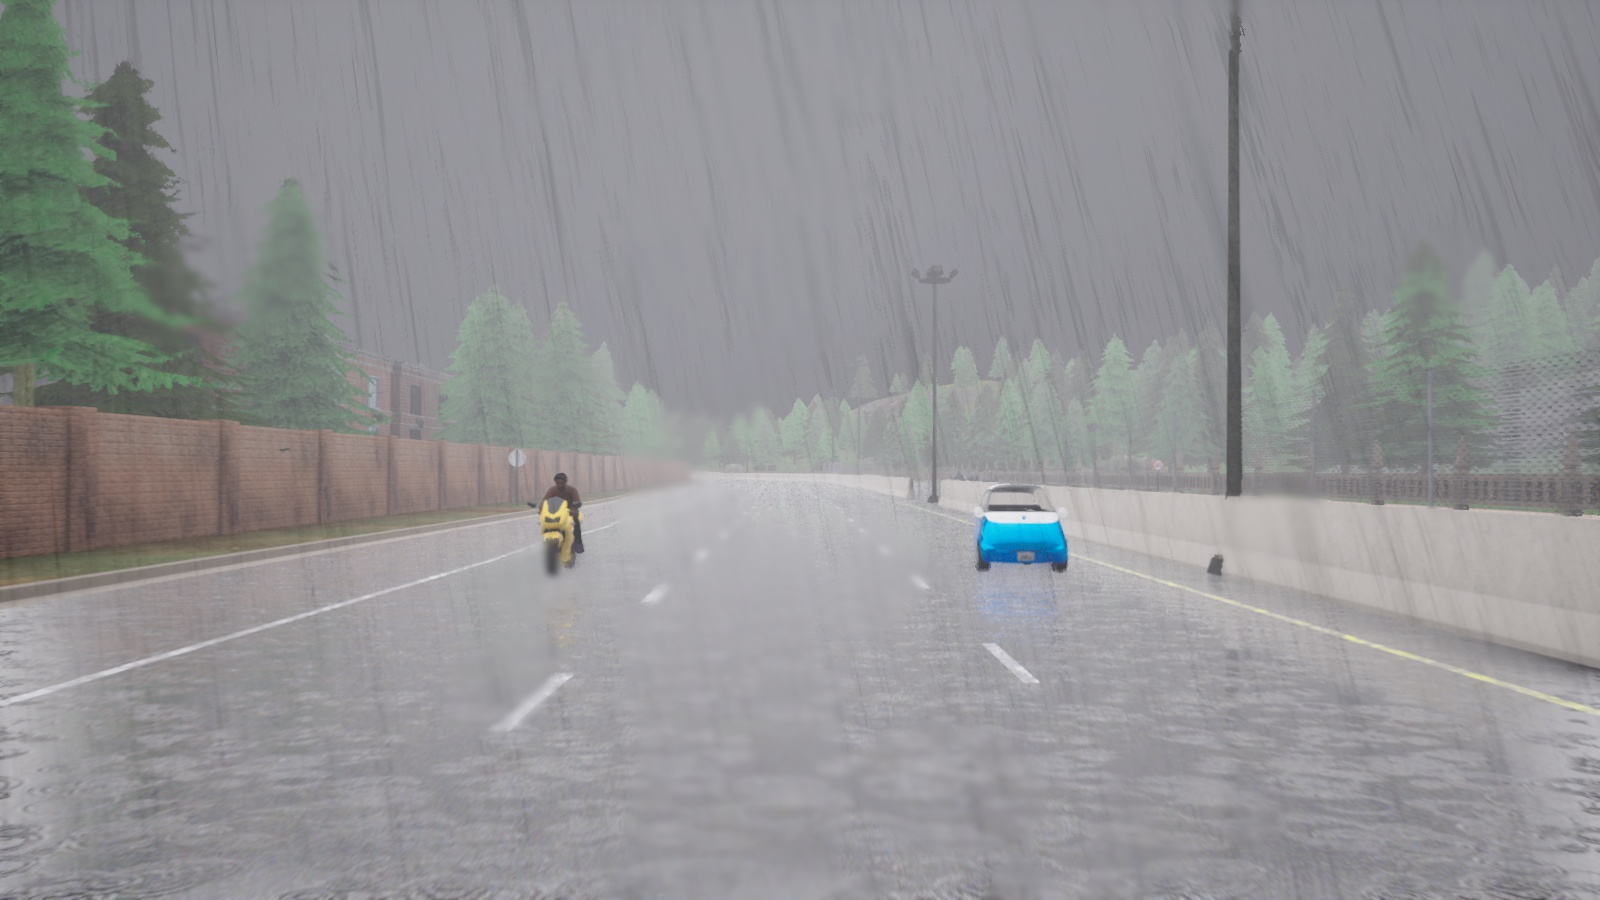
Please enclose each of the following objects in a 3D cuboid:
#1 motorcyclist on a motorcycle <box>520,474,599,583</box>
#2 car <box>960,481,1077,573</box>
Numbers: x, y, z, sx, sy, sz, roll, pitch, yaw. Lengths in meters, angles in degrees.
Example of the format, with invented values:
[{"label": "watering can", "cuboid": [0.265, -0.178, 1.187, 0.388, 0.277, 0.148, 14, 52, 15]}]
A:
[{"label": "motorcyclist on a motorcycle", "cuboid": [-3.545, 1.124, 18.687, 0.797, 1.523, 2.044, 0, -1, 0]}, {"label": "car", "cuboid": [3.451, 1.193, 20.145, 1.481, 1.376, 2.207, 0, -1, 0]}]
